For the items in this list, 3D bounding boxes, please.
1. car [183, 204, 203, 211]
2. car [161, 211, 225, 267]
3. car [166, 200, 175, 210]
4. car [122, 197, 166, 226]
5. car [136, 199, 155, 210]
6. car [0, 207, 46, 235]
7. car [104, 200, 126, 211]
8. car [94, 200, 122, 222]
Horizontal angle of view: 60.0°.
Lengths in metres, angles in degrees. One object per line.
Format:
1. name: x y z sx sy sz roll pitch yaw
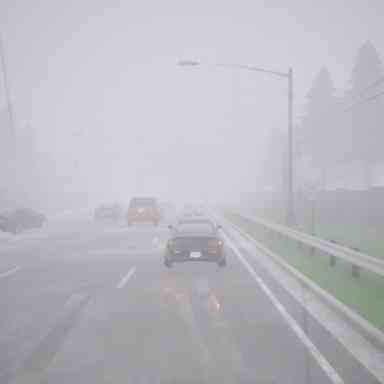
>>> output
1. car: 0.093 1.797 31.472 1.895 1.301 4.718 0 0 0
2. car: 0.099 1.598 11.628 1.812 1.442 4.674 0 0 0
3. car: -3.409 1.824 48.225 1.812 1.442 4.674 0 0 0
4. car: -3.405 1.377 24.819 2.150 2.045 5.566 0 0 0
5. car: -6.911 1.801 49.917 2.128 1.511 4.902 0 0 0
6. car: -10.403 1.598 19.618 1.882 1.535 5.008 0 0 0
7. car: -10.408 1.806 45.326 1.812 1.442 4.674 0 0 0
8. car: -6.907 1.669 28.533 2.128 1.511 4.902 0 0 0
